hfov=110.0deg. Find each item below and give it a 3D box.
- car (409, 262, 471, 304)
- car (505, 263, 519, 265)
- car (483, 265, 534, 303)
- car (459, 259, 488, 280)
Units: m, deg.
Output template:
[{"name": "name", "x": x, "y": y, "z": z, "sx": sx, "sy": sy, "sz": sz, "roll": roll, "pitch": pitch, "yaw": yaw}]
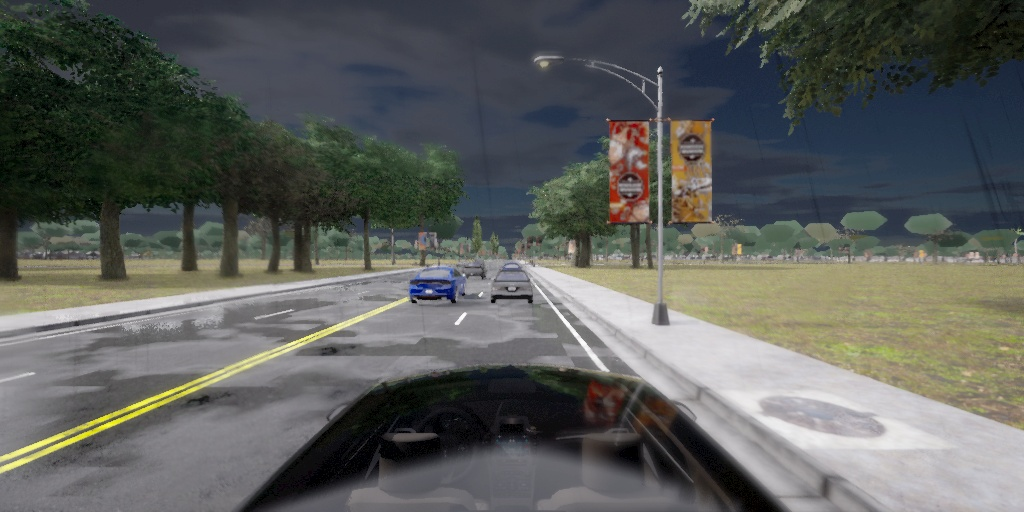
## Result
[{"name": "car", "x": -3.250, "y": 1.242, "z": 16.501, "sx": 1.882, "sy": 1.535, "sz": 5.008, "roll": 0, "pitch": 0, "yaw": 0}, {"name": "car", "x": 0.000, "y": 1.307, "z": 31.502, "sx": 1.812, "sy": 1.442, "sz": 4.674, "roll": 0, "pitch": 0, "yaw": 0}, {"name": "car", "x": 0.000, "y": 1.321, "z": 16.500, "sx": 2.033, "sy": 1.411, "sz": 5.357, "roll": 0, "pitch": 0, "yaw": 0}, {"name": "car", "x": -3.250, "y": 1.269, "z": 31.502, "sx": 2.128, "sy": 1.511, "sz": 4.902, "roll": 0, "pitch": 0, "yaw": 0}]
